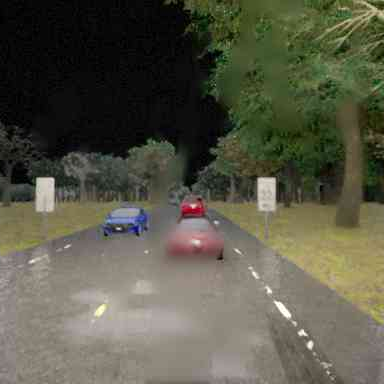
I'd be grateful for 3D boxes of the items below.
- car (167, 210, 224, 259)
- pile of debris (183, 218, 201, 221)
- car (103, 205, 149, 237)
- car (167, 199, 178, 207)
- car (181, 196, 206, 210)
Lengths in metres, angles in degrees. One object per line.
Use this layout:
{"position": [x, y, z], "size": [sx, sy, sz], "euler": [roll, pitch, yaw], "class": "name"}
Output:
{"position": [0.105, 1.609, 12.808], "size": [1.994, 1.385, 4.181], "euler": [0, 0, 0], "class": "car"}
{"position": [0.014, 2.326, 28.385], "size": [1.500, 0.140, 1.860], "euler": [0, 0, 0], "class": "pile of debris"}
{"position": [-3.591, 1.557, 18.836], "size": [1.882, 1.535, 5.008], "euler": [0, 0, 0], "class": "car"}
{"position": [-3.498, 2.064, 60.455], "size": [2.033, 1.411, 5.357], "euler": [0, -1, 1], "class": "car"}
{"position": [0.115, 1.397, 31.300], "size": [2.150, 2.045, 5.566], "euler": [0, 0, 0], "class": "car"}
